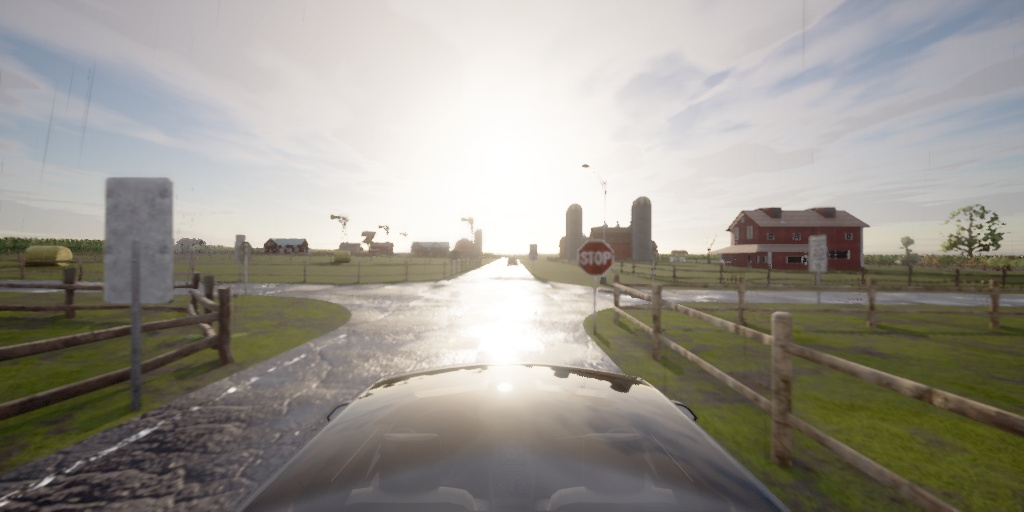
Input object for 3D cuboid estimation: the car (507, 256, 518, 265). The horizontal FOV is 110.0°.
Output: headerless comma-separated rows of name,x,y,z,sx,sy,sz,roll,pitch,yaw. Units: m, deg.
car,0.053,0.993,65.040,1.895,1.301,4.718,0,0,0
